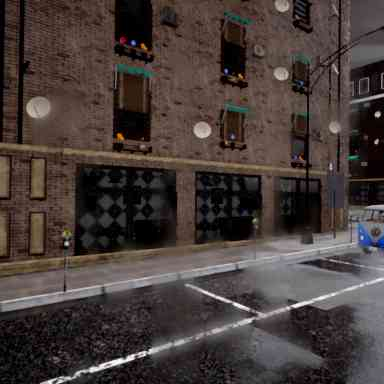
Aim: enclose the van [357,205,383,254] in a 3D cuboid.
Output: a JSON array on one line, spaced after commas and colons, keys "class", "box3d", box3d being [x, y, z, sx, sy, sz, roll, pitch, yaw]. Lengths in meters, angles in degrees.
[{"class": "van", "box3d": [7.635, 1.345, 12.093, 3.998, 1.788, 1.690, 0, 1, -35]}]
